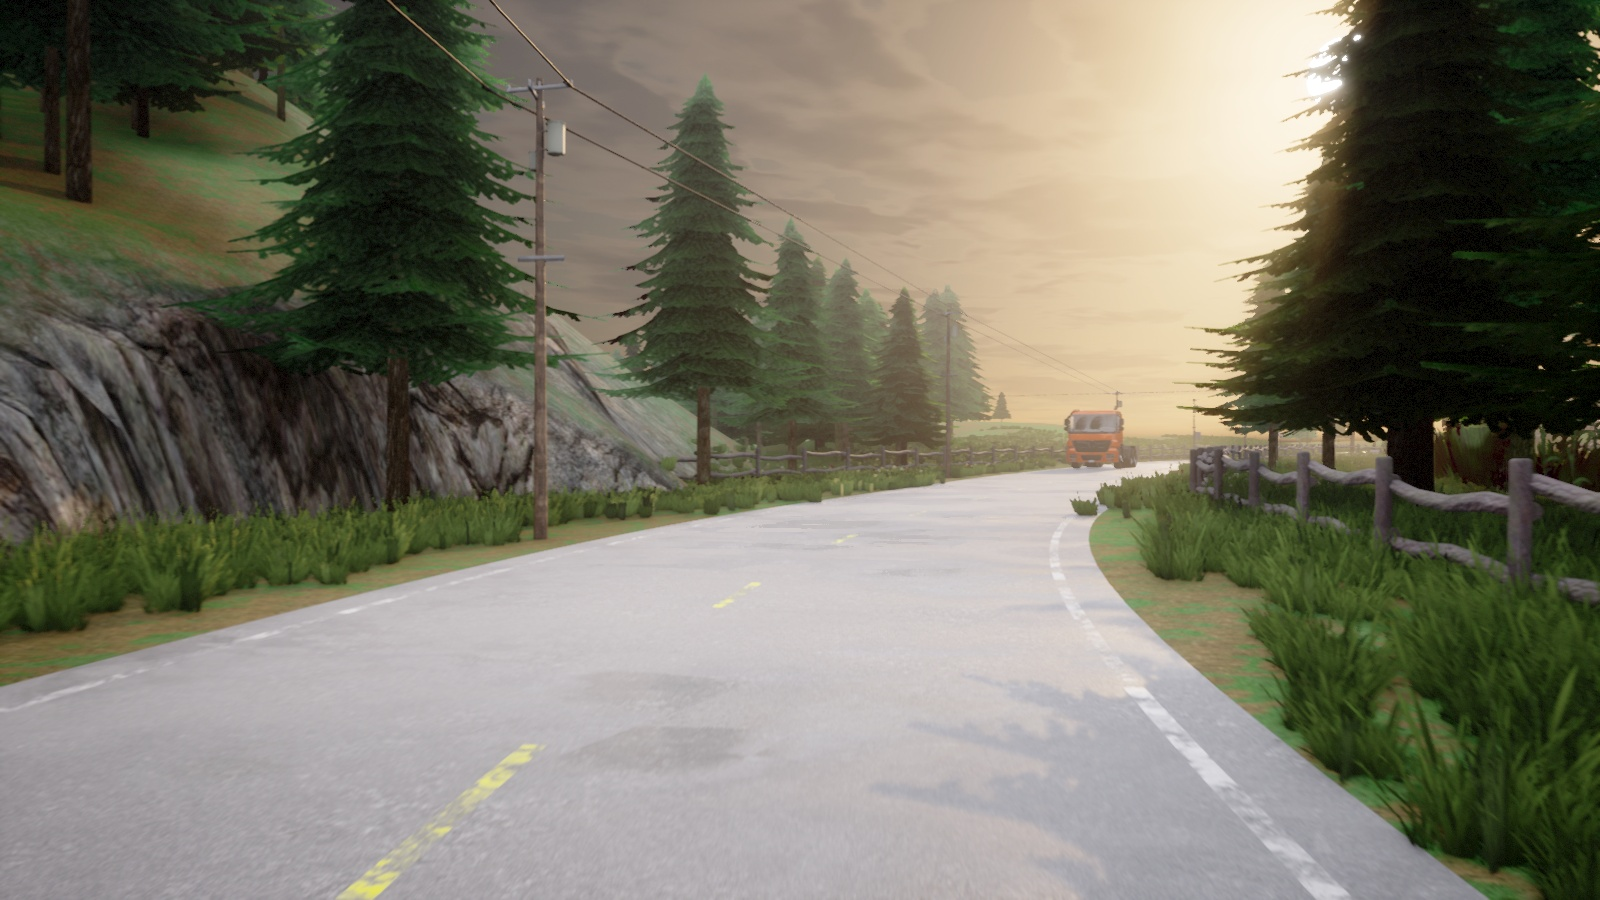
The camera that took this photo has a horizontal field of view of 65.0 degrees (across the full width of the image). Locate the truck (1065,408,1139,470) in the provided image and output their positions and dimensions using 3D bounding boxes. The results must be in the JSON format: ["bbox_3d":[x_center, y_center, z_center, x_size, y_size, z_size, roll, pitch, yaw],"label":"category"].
[{"bbox_3d":[17.878,-0.636,73.907,2.891,3.462,7.936,0,0,24],"label":"truck"}]
